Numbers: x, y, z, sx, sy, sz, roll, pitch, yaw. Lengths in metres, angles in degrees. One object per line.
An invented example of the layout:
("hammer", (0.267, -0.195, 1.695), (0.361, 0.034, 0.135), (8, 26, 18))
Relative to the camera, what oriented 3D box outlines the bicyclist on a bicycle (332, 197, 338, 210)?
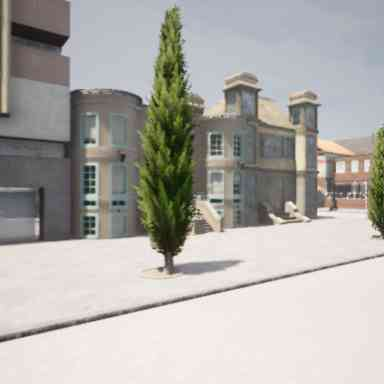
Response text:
("bicyclist on a bicycle", (18.063, 1.509, 42.154), (1.656, 1.620, 0.582), (0, 0, -35))
